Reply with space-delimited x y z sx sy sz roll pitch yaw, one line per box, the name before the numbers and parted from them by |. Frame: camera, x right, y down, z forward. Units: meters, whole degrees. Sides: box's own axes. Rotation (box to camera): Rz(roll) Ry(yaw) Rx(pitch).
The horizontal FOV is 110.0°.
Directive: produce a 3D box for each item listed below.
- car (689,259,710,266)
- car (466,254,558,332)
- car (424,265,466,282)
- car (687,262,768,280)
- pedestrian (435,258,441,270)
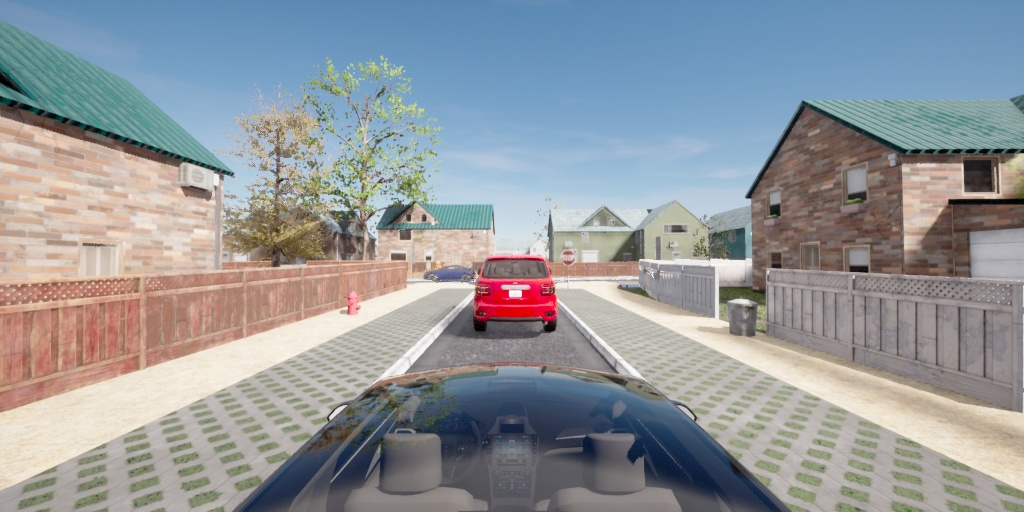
car | 14.708 0.989 26.564 4.553 1.767 2.097 0 -1 1
car | 0.084 0.976 11.063 2.150 2.045 5.566 0 0 0
car | -5.133 1.453 29.739 4.181 1.385 1.994 -1 -1 1
car | 17.587 1.236 29.475 5.357 1.411 2.033 -1 -1 1
pedestrian | -6.753 1.121 32.678 0.375 1.860 0.375 0 -1 1
